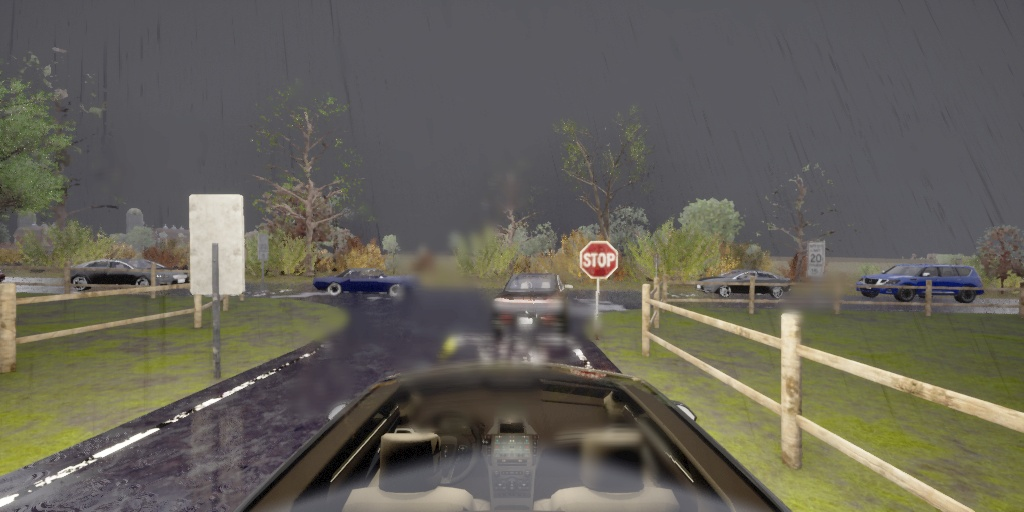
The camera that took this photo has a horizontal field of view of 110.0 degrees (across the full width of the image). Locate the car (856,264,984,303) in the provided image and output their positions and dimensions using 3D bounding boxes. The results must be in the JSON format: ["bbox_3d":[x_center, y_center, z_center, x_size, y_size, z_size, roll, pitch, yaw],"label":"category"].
[{"bbox_3d":[22.915,1.466,20.251,5.566,2.045,2.150,1,1,0],"label":"car"}]

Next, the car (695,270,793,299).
[{"bbox_3d":[13.020,1.525,20.271,4.902,1.511,2.128,1,1,0],"label":"car"}]

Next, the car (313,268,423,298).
[{"bbox_3d":[-6.809,1.248,17.361,4.718,1.301,1.895,1,1,0],"label":"car"}]

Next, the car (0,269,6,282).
[{"bbox_3d":[-27.780,0.717,17.404,4.674,1.442,1.812,1,1,0],"label":"car"}]

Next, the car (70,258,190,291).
[{"bbox_3d":[-18.477,0.885,17.389,4.902,1.511,2.128,1,1,0],"label":"car"}]

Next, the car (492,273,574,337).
[{"bbox_3d":[0.714,1.239,10.323,2.128,1.511,4.902,0,0,9],"label":"car"}]
